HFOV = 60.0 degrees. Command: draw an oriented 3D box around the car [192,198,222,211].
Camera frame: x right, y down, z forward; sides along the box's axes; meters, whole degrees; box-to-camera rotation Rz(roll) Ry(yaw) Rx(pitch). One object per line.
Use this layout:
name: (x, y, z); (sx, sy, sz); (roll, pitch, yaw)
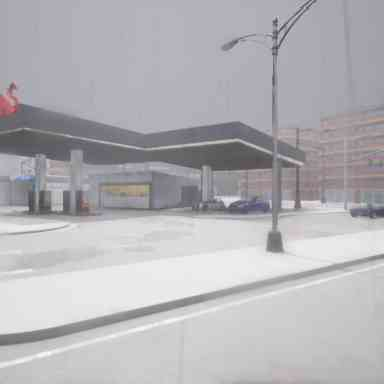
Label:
car: (1.899, 1.451, 38.334); (3.806, 1.475, 1.970); (0, 0, -35)

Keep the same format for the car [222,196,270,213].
car: (5.856, 1.291, 34.099); (4.611, 1.667, 2.242); (0, 0, -35)

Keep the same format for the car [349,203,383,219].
car: (15.892, 1.652, 29.330); (4.718, 1.301, 1.895); (0, 0, -35)
